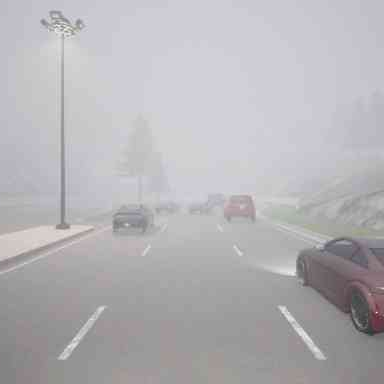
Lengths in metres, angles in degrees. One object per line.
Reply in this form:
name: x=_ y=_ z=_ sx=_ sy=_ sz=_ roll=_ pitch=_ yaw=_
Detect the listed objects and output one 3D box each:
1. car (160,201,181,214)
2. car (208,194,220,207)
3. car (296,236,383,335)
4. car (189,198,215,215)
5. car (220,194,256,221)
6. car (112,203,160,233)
car: x=-2.497 y=1.600 z=35.440 sx=1.895 sy=1.301 sz=4.718 roll=0 pitch=0 yaw=9
car: x=3.424 y=1.221 z=44.487 sx=2.150 sy=2.045 sz=5.566 roll=0 pitch=0 yaw=16
car: x=3.601 y=1.564 z=6.708 sx=1.994 sy=1.385 sz=4.181 roll=0 pitch=0 yaw=0
car: x=0.947 y=1.601 z=34.434 sx=1.895 sy=1.301 sz=4.718 roll=0 pitch=0 yaw=9
car: x=3.742 y=1.223 z=26.925 sx=2.150 sy=2.045 sz=5.566 roll=0 pitch=0 yaw=2
car: x=-3.393 y=1.491 z=19.823 sx=2.128 sy=1.511 sz=4.902 roll=0 pitch=0 yaw=0
